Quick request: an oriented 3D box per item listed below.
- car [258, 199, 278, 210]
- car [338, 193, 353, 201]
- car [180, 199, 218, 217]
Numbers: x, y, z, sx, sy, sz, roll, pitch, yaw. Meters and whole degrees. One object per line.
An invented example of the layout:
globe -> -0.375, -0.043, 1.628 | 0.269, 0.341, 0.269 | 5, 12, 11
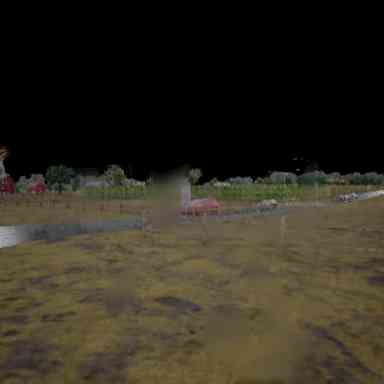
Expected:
car -> 12.489, 2.022, 54.866 | 2.097, 1.767, 4.553 | -1, 0, 36
car -> 39.154, 1.472, 85.607 | 2.097, 1.767, 4.553 | -1, 1, 36
car -> 0.968, 1.829, 39.191 | 2.150, 2.045, 5.566 | -1, -1, 36
